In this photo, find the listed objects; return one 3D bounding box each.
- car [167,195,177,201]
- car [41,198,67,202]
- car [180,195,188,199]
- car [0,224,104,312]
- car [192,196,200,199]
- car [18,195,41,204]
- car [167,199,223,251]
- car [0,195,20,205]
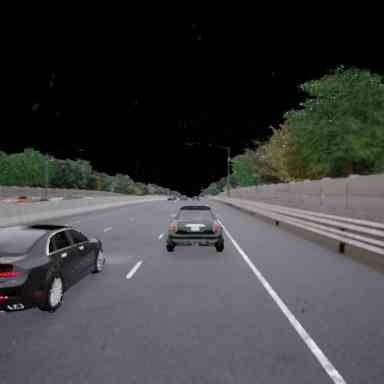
[{"bbox_3d":[-5.872,1.871,91.872,1.895,1.301,4.718,0,-1,1],"label":"car"},{"bbox_3d":[-17.024,1.461,42.471,1.812,1.442,4.674,0,0,1],"label":"car"},{"bbox_3d":[-2.372,1.889,91.828,1.895,1.301,4.718,0,-1,1],"label":"car"},{"bbox_3d":[-3.442,1.496,7.661,1.837,1.490,4.892,0,0,1],"label":"car"},{"bbox_3d":[1.127,1.833,91.720,1.812,1.442,4.674,0,-1,1],"label":"car"},{"bbox_3d":[-20.482,1.466,44.388,2.033,1.411,5.357,0,0,1],"label":"car"},{"bbox_3d":[0.144,1.365,14.315,2.097,1.767,4.553,0,0,1],"label":"car"},{"bbox_3d":[-23.963,1.265,45.259,2.097,1.767,4.553,0,0,1],"label":"car"}]
